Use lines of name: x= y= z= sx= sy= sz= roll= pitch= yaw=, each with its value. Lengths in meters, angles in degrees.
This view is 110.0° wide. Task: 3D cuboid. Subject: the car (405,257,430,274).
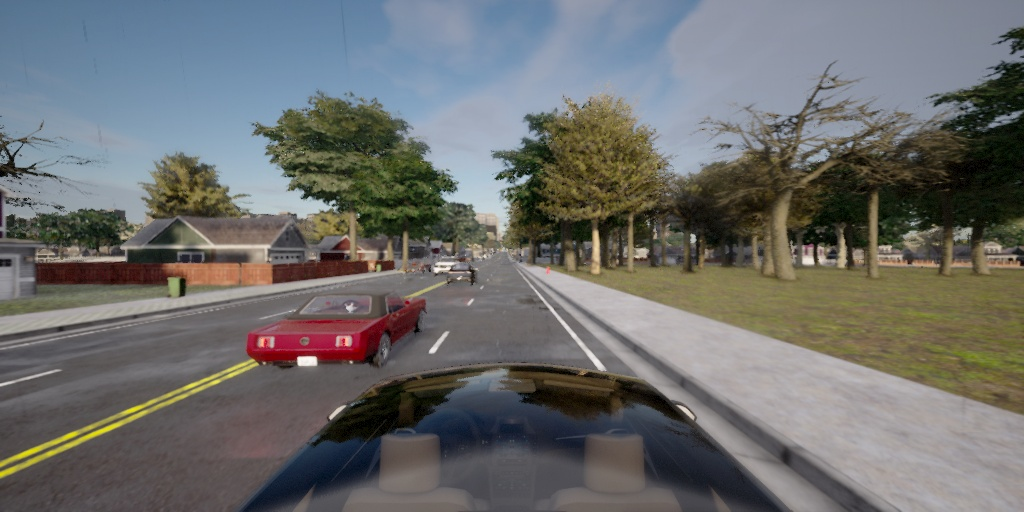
car: x=-10.328 y=0.942 z=39.653 sx=2.097 sy=1.767 sz=4.553 roll=0 pitch=0 yaw=-1

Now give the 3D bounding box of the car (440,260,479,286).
car: x=-3.503 y=1.287 z=25.832 sx=2.128 sy=1.511 sz=4.902 roll=0 pitch=0 yaw=-1

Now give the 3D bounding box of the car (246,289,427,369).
car: x=-3.238 y=1.377 z=7.866 sx=1.895 sy=1.301 sz=4.718 roll=0 pitch=0 yaw=-1

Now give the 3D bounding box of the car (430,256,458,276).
car: x=-7.076 y=1.051 z=39.463 sx=2.150 sy=2.045 sz=5.566 roll=0 pitch=0 yaw=-1
